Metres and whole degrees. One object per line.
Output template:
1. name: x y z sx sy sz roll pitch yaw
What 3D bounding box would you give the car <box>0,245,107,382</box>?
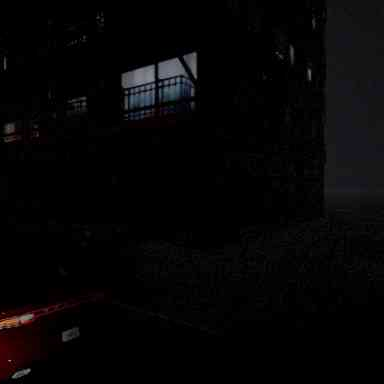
1. car: -3.226 1.509 5.178 4.507 1.381 1.887 0 0 36

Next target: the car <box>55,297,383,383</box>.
1. car: 1.362 1.567 1.903 4.313 1.339 1.947 0 0 36
